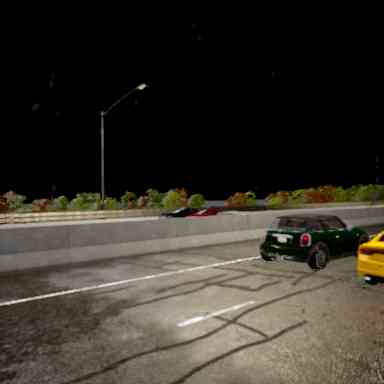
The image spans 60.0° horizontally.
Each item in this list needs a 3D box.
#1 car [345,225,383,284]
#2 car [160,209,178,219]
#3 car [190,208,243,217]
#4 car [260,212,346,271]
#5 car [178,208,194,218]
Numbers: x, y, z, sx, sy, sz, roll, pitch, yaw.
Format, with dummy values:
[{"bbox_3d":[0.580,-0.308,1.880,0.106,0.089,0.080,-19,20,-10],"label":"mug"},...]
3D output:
[{"bbox_3d":[6.342,1.599,8.946,5.008,1.535,1.882,0,-2,-39],"label":"car"},{"bbox_3d":[-0.786,2.169,30.494,4.674,1.442,1.812,0,-2,-39],"label":"car"},{"bbox_3d":[2.458,2.077,24.106,4.718,1.301,1.895,0,-2,-39],"label":"car"},{"bbox_3d":[4.538,1.556,11.997,4.553,1.767,2.097,0,-2,-39],"label":"car"},{"bbox_3d":[1.450,2.089,27.803,4.674,1.442,1.812,0,-2,-39],"label":"car"}]
